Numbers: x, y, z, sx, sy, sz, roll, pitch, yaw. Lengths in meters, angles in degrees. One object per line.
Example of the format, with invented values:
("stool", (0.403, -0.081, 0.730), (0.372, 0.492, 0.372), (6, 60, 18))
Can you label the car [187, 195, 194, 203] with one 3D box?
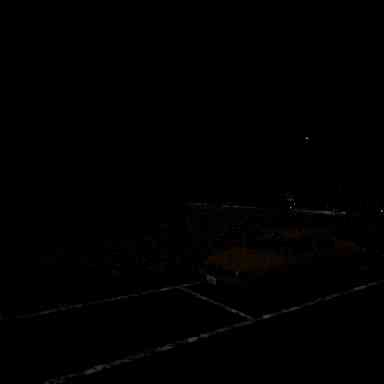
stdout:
("car", (-2.177, 1.178, 55.004), (1.895, 1.301, 4.718), (1, 0, -34))

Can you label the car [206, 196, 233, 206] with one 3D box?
("car", (3.807, 1.239, 46.209), (1.994, 1.385, 4.181), (1, 0, -34))

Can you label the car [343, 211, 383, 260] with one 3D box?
("car", (7.156, 1.547, 11.673), (4.507, 1.381, 1.887), (0, 1, -35))

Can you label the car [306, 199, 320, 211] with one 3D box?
("car", (14.650, 1.332, 36.026), (2.128, 1.511, 4.902), (1, 0, -34))

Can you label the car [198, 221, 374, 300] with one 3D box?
("car", (2.395, 1.527, 8.370), (4.829, 1.417, 1.752), (0, 1, -35))

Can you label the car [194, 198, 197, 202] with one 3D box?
("car", (-1.148, 1.185, 59.006), (1.895, 1.301, 4.718), (1, 0, -34))

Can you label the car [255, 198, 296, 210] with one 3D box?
("car", (9.471, 1.367, 37.920), (1.895, 1.301, 4.718), (1, 0, -34))

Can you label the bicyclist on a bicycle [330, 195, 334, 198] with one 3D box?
("bicyclist on a bicycle", (16.341, 1.158, 38.933), (1.656, 1.620, 0.582), (0, 0, -34))

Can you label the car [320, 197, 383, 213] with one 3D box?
("car", (14.732, 1.342, 30.238), (2.128, 1.511, 4.902), (1, 0, -34))
